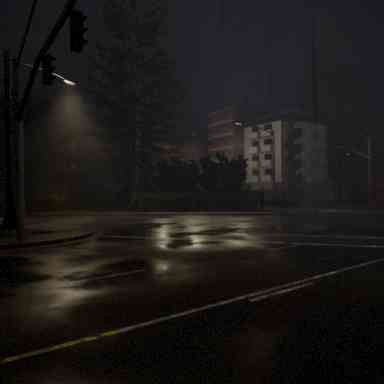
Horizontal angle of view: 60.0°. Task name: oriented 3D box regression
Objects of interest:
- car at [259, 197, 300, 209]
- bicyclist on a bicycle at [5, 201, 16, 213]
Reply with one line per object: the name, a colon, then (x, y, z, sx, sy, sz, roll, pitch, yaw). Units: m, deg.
car: (9.981, 1.189, 38.051, 1.895, 1.301, 4.718, -1, 1, -35)
bicyclist on a bicycle: (-18.106, 1.346, 33.202, 0.582, 1.620, 1.656, -1, 1, 9)
